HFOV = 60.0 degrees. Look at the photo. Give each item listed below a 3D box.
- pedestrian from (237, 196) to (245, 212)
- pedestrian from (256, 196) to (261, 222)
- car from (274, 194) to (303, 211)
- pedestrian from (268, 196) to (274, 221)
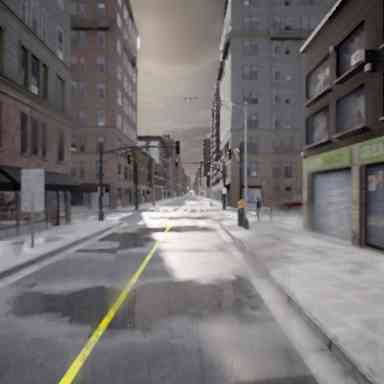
[{"bbox_3d":[3.628,1.202,24.456,0.375,1.860,0.375,0,0,0],"label":"pedestrian"},{"bbox_3d":[4.628,1.186,23.256,0.375,1.860,0.375,0,0,0],"label":"pedestrian"},{"bbox_3d":[12.071,1.209,38.095,5.009,1.841,2.192,-1,1,0],"label":"car"},{"bbox_3d":[5.628,1.172,23.857,0.375,1.860,0.375,0,0,0],"label":"pedestrian"}]
